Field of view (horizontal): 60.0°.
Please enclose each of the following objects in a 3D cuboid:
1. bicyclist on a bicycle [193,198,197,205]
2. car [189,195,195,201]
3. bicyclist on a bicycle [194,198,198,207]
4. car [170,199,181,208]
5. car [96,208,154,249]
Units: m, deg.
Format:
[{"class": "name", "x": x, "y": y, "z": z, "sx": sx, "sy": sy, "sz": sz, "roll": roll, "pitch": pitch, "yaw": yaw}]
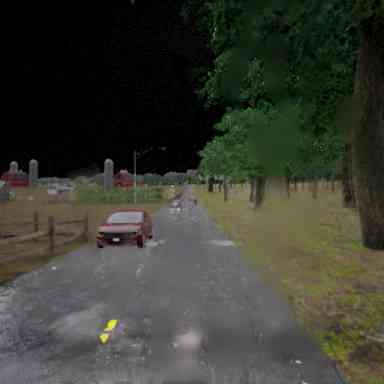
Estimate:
[{"class": "bicyclist on a bicycle", "x": 0.736, "y": 2.044, "z": 73.055, "sx": 0.866, "sy": 1.612, "sz": 1.509, "roll": 0, "pitch": 0, "yaw": 0}, {"class": "car", "x": -0.019, "y": 1.926, "z": 91.133, "sx": 1.812, "sy": 1.442, "sz": 4.674, "roll": 0, "pitch": 0, "yaw": 0}, {"class": "bicyclist on a bicycle", "x": 0.743, "y": 2.036, "z": 64.040, "sx": 0.582, "sy": 1.620, "sz": 1.656, "roll": 0, "pitch": -1, "yaw": 0}, {"class": "car", "x": -2.810, "y": 2.021, "z": 57.555, "sx": 2.128, "sy": 1.511, "sz": 4.902, "roll": 0, "pitch": 0, "yaw": 0}, {"class": "car", "x": -2.853, "y": 1.540, "z": 15.043, "sx": 1.882, "sy": 1.535, "sz": 5.008, "roll": 0, "pitch": 0, "yaw": 0}]
